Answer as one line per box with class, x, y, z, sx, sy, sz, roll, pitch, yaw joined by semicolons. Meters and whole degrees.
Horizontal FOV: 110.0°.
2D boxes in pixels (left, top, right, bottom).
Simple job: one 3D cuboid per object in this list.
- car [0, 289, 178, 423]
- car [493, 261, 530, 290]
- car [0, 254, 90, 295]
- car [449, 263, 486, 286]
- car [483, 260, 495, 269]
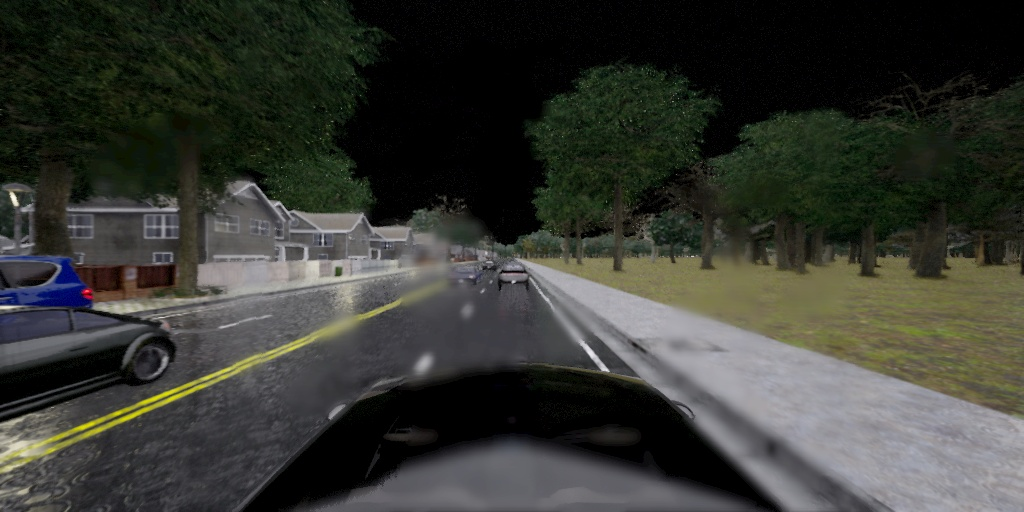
car;-6.573;1.315;4.223;1.994;1.385;4.181;0;0;-1
car;0.104;1.250;22.732;2.128;1.511;4.902;0;0;0
car;-9.803;0.974;5.141;2.150;2.045;5.566;0;0;0
car;-3.144;1.360;25.283;1.895;1.301;4.718;0;0;0
car;-3.138;1.296;50.563;1.812;1.442;4.674;0;0;0
